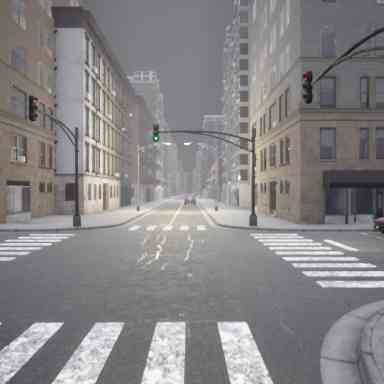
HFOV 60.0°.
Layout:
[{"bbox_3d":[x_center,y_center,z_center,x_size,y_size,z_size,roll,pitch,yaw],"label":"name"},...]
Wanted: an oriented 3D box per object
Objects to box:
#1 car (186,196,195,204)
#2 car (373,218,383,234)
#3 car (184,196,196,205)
[{"bbox_3d":[-0.407,1.628,69.675,1.812,1.442,4.674,0,0,0],"label":"car"},{"bbox_3d":[11.657,1.549,16.898,4.507,1.381,1.887,0,0,0],"label":"car"},{"bbox_3d":[-0.323,1.437,59.983,2.097,1.767,4.553,0,0,-1],"label":"car"}]
